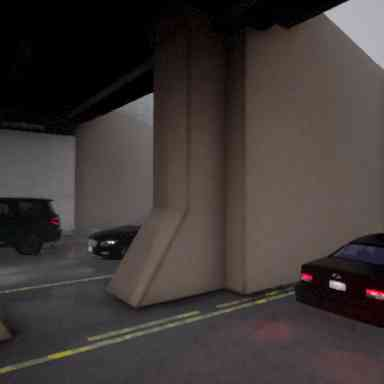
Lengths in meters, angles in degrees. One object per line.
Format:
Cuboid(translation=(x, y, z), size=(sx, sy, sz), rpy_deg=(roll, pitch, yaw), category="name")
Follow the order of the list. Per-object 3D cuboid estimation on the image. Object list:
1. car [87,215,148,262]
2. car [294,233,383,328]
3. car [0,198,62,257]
Cuboid(translation=(-1.161, 1.522, 11.763), size=(4.902, 1.511, 2.128), rpy_deg=(0, 0, -36), category="car")
Cuboid(translation=(4.409, 1.589, 6.899), size=(5.357, 1.411, 2.033), rpy_deg=(0, 0, -36), category="car")
Cuboid(translation=(-7.505, 1.222, 11.537), size=(5.566, 2.045, 2.150), rpy_deg=(0, 0, -36), category="car")
